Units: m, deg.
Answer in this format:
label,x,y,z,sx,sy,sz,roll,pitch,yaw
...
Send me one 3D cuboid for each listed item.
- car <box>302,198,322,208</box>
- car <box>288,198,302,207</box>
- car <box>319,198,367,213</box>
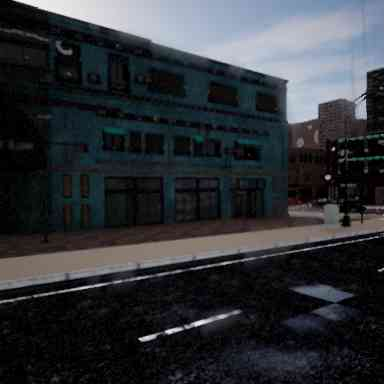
label,x,y,z,sx,sy,sz,roll,pitch,yaw
car,18.601,1.571,47.606,2.008,1.369,4.403,-2,0,-35
car,15.392,1.666,52.115,1.802,1.307,4.206,-2,0,-35
car,16.516,1.623,35.878,1.947,1.339,4.313,-2,0,-35
